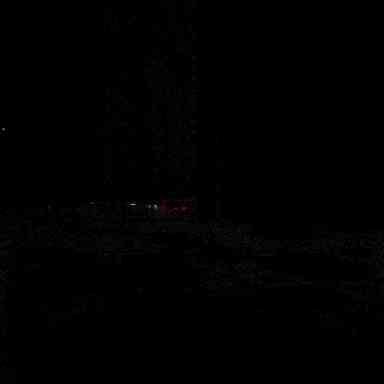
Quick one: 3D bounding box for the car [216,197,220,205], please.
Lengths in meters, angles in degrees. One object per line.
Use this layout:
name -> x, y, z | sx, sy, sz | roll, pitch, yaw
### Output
car -> 5.147, 1.637, 59.477 | 1.994, 1.385, 4.181 | 0, 0, 36

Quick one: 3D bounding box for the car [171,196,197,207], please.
car -> -0.537, 1.411, 51.492 | 2.097, 1.767, 4.553 | 0, 0, 36

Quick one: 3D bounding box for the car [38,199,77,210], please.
car -> -17.908, 1.617, 44.309 | 1.895, 1.301, 4.718 | 0, 0, 36

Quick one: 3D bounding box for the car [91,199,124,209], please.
car -> -11.943, 1.632, 47.022 | 1.895, 1.301, 4.718 | 0, 0, 36

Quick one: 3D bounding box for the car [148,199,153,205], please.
car -> -5.922, 1.573, 60.797 | 1.812, 1.442, 4.674 | 0, 0, 36

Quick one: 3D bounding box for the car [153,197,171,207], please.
car -> -3.484, 1.577, 52.968 | 1.812, 1.442, 4.674 | 0, 0, 36
